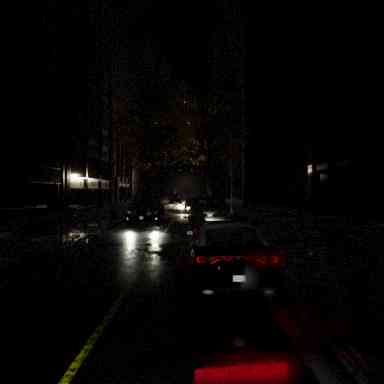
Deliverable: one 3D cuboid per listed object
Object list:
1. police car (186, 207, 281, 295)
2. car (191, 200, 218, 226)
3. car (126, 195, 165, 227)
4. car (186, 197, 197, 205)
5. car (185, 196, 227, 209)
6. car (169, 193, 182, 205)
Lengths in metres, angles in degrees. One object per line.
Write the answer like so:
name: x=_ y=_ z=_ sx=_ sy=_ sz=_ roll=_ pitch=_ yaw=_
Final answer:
police car: x=0.885 y=1.426 z=8.840 sx=1.930 sy=1.638 sz=5.238 roll=0 pitch=0 yaw=0
car: x=0.857 y=1.464 z=24.920 sx=1.801 sy=1.575 sz=5.366 roll=0 pitch=0 yaw=0
car: x=-3.140 y=1.228 z=23.353 sx=2.150 sy=2.045 sz=5.566 roll=0 pitch=0 yaw=0
car: x=-0.104 y=1.645 z=60.141 sx=1.895 sy=1.301 sz=4.718 roll=0 pitch=0 yaw=0
car: x=0.868 y=1.229 z=18.761 sx=2.150 sy=2.045 sz=5.566 roll=0 pitch=0 yaw=0
car: x=-3.109 y=1.269 z=62.593 sx=2.150 sy=2.045 sz=5.566 roll=0 pitch=0 yaw=0
